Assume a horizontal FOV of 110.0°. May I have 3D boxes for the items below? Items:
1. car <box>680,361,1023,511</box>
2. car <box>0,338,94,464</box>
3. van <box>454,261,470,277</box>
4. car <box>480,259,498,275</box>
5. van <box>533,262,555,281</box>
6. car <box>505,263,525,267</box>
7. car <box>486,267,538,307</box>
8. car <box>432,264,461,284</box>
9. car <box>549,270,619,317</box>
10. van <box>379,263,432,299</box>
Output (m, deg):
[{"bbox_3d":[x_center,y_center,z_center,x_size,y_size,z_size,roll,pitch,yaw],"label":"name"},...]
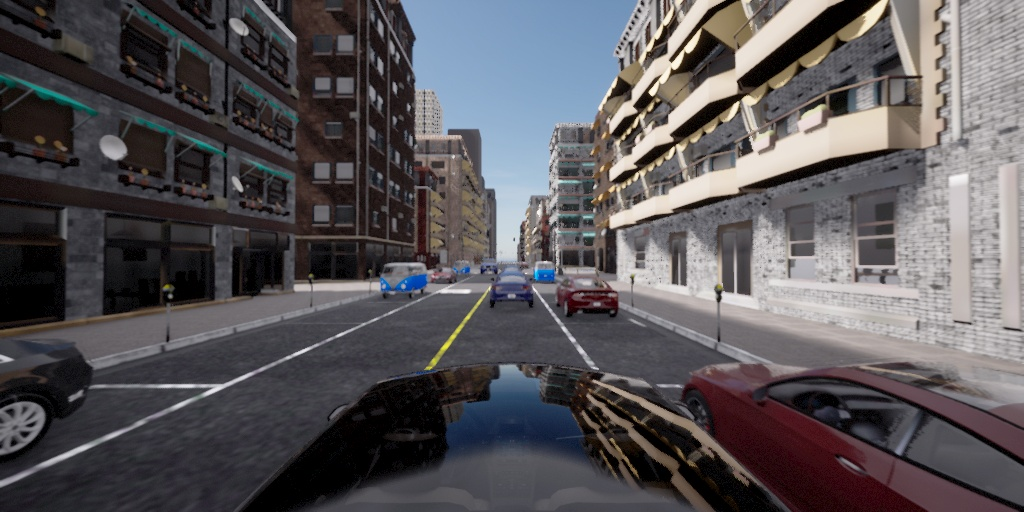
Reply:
[{"bbox_3d":[2.689,1.337,2.265,1.802,1.307,4.207,0,0,0],"label":"car"},{"bbox_3d":[-5.691,1.306,2.261,2.007,1.370,4.403,0,0,0],"label":"car"},{"bbox_3d":[-5.841,1.477,41.710,1.690,1.789,3.998,0,0,0],"label":"van"},{"bbox_3d":[-3.046,1.408,48.560,2.150,2.045,5.566,0,-1,0],"label":"car"},{"bbox_3d":[2.662,1.367,30.445,1.690,1.789,3.998,0,0,0],"label":"van"},{"bbox_3d":[-0.024,1.560,31.248,1.812,1.442,4.674,0,0,0],"label":"car"},{"bbox_3d":[-0.010,1.415,16.240,1.812,1.442,4.674,0,0,0],"label":"car"},{"bbox_3d":[-5.718,1.609,30.442,1.802,1.307,4.207,0,0,0],"label":"car"},{"bbox_3d":[2.678,1.408,13.538,1.888,1.381,4.507,0,0,0],"label":"car"},{"bbox_3d":[-5.708,1.259,19.169,1.690,1.789,3.998,0,0,0],"label":"van"}]
